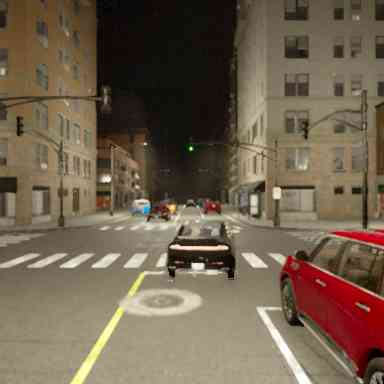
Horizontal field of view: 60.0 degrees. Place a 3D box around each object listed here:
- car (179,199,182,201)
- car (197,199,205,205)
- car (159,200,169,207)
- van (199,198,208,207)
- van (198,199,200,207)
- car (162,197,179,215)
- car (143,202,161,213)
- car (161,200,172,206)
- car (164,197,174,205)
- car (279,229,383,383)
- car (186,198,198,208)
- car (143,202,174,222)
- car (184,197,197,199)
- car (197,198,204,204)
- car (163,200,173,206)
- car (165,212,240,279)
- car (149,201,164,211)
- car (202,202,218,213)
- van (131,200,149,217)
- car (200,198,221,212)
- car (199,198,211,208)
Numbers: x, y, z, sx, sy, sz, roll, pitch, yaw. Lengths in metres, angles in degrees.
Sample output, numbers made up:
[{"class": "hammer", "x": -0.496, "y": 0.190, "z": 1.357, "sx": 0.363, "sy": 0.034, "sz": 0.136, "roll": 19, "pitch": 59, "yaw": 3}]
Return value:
[{"class": "car", "x": -3.040, "y": 2.154, "z": 50.788, "sx": 2.033, "sy": 1.411, "sz": 5.357, "roll": 0, "pitch": -1, "yaw": 0}, {"class": "car", "x": 2.327, "y": 2.533, "z": 85.017, "sx": 1.752, "sy": 1.417, "sz": 4.829, "roll": 0, "pitch": -1, "yaw": 0}, {"class": "car", "x": -5.670, "y": 2.341, "z": 68.427, "sx": 1.752, "sy": 1.417, "sz": 4.829, "roll": 0, "pitch": -1, "yaw": 0}, {"class": "van", "x": 2.408, "y": 2.156, "z": 68.632, "sx": 1.690, "sy": 1.788, "sz": 3.998, "roll": 0, "pitch": -1, "yaw": 0}, {"class": "van", "x": 2.461, "y": 2.029, "z": 57.820, "sx": 1.690, "sy": 1.788, "sz": 3.998, "roll": 0, "pitch": -1, "yaw": 0}, {"class": "car", "x": -3.008, "y": 1.836, "z": 40.446, "sx": 2.097, "sy": 1.767, "sz": 4.553, "roll": 0, "pitch": -1, "yaw": 0}, {"class": "car", "x": -5.590, "y": 2.128, "z": 46.972, "sx": 1.947, "sy": 1.339, "sz": 4.313, "roll": 0, "pitch": -1, "yaw": 0}, {"class": "car", "x": -5.691, "y": 2.432, "z": 74.001, "sx": 2.008, "sy": 1.369, "sz": 4.403, "roll": 0, "pitch": -1, "yaw": 0}, {"class": "car", "x": -5.732, "y": 2.324, "z": 84.816, "sx": 2.192, "sy": 1.841, "sz": 5.009, "roll": 0, "pitch": -1, "yaw": 0}, {"class": "car", "x": 2.623, "y": 1.367, "z": 4.235, "sx": 2.192, "sy": 1.841, "sz": 5.009, "roll": 0, "pitch": -1, "yaw": 0}, {"class": "car", "x": -0.141, "y": 2.338, "z": 61.910, "sx": 1.895, "sy": 1.301, "sz": 4.718, "roll": 0, "pitch": -1, "yaw": 0}, {"class": "car", "x": -2.968, "y": 1.894, "z": 30.665, "sx": 1.812, "sy": 1.442, "sz": 4.674, "roll": 0, "pitch": -1, "yaw": 1}, {"class": "car", "x": -0.284, "y": 2.393, "z": 71.800, "sx": 2.033, "sy": 1.411, "sz": 5.357, "roll": 0, "pitch": -1, "yaw": 0}, {"class": "car", "x": 2.301, "y": 2.510, "z": 90.253, "sx": 1.967, "sy": 1.590, "sz": 4.097, "roll": 0, "pitch": -1, "yaw": 0}, {"class": "car", "x": -5.711, "y": 2.511, "z": 79.407, "sx": 1.947, "sy": 1.339, "sz": 4.313, "roll": 0, "pitch": -1, "yaw": 0}, {"class": "car", "x": 0.464, "y": 1.619, "z": 10.517, "sx": 2.128, "sy": 1.511, "sz": 4.902, "roll": 0, "pitch": -1, "yaw": 8}, {"class": "car", "x": -5.610, "y": 2.171, "z": 52.378, "sx": 1.887, "sy": 1.381, "sz": 4.507, "roll": 0, "pitch": -1, "yaw": 0}, {"class": "car", "x": 2.514, "y": 2.111, "z": 47.006, "sx": 2.008, "sy": 1.369, "sz": 4.403, "roll": 0, "pitch": -1, "yaw": 0}, {"class": "van", "x": -5.550, "y": 1.775, "z": 36.163, "sx": 1.690, "sy": 1.788, "sz": 3.998, "roll": 0, "pitch": -1, "yaw": 0}, {"class": "car", "x": 2.541, "y": 1.811, "z": 41.603, "sx": 2.192, "sy": 1.841, "sz": 5.009, "roll": 0, "pitch": -1, "yaw": 0}, {"class": "car", "x": 2.434, "y": 2.066, "z": 63.227, "sx": 2.192, "sy": 1.841, "sz": 5.009, "roll": 0, "pitch": -1, "yaw": 0}]
